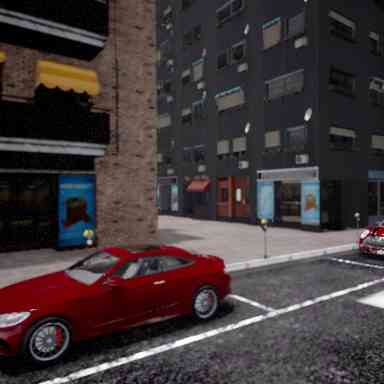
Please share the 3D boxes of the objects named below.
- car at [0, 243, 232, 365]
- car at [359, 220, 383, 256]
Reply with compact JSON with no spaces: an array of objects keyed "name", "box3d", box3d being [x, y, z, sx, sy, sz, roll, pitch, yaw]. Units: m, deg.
[{"name":"car","box3d":[-1.163,1.592,5.744,4.206,1.307,1.802,0,-1,-36]},{"name":"car","box3d":[7.945,1.498,12.271,4.097,1.590,1.967,0,-1,-36]}]
